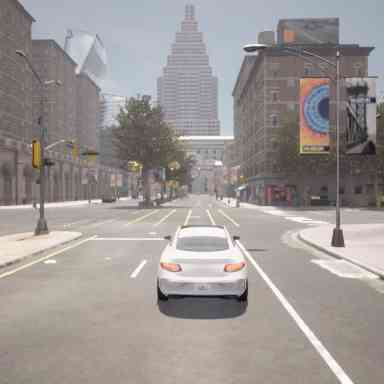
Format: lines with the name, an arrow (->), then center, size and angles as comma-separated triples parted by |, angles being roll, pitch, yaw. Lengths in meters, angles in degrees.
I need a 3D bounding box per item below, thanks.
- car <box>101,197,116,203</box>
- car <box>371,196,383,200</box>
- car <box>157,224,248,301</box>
car -> -16.829, 1.595, 67.246 | 1.895, 1.301, 4.718 | 0, 0, 1
car -> 35.883, 1.481, 67.520 | 2.231, 1.521, 4.892 | 0, 0, 1
car -> 0.249, 1.526, 8.203 | 1.812, 1.442, 4.674 | 0, 0, 2
